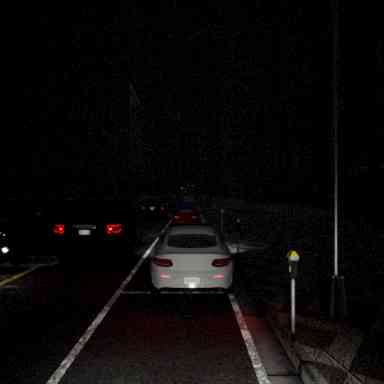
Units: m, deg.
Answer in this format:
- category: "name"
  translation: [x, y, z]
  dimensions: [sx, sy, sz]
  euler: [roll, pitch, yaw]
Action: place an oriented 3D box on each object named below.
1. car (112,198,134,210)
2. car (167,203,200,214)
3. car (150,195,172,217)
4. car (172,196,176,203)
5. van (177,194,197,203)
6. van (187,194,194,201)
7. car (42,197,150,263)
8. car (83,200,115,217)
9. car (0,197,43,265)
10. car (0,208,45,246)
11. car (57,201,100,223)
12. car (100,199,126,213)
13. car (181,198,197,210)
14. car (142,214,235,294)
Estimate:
- category: "car"
  translation: [-8.922, 1.550, 43.355]
  dimensions: [1.887, 1.381, 4.507]
  euler: [0, 0, 0]
- category: "car"
  translation: [-0.370, 1.584, 21.237]
  dimensions: [1.802, 1.307, 4.206]
  euler: [0, 0, 0]
- category: "car"
  translation: [-3.145, 1.354, 28.319]
  dimensions: [2.097, 1.767, 4.553]
  euler: [0, 0, 0]
- category: "car"
  translation: [-3.045, 1.553, 43.345]
  dimensions: [2.033, 1.411, 5.357]
  euler: [0, 0, 0]
- category: "van"
  translation: [-0.368, 1.345, 32.287]
  dimensions: [1.690, 1.788, 3.998]
  euler: [0, 0, 0]
- category: "van"
  translation: [-0.380, 1.377, 86.847]
  dimensions: [1.690, 1.788, 3.998]
  euler: [0, 0, 0]
- category: "car"
  translation: [-3.046, 1.223, 12.072]
  dimensions: [2.150, 2.045, 5.566]
  euler: [0, 0, 0]
- category: "car"
  translation: [-8.919, 1.548, 32.304]
  dimensions: [1.887, 1.381, 4.507]
  euler: [0, 0, 0]
- category: "car"
  translation: [-6.245, 1.222, 12.032]
  dimensions: [2.150, 2.045, 5.566]
  euler: [0, 0, 0]
- category: "car"
  translation: [-8.916, 1.546, 15.728]
  dimensions: [1.887, 1.381, 4.507]
  euler: [0, 0, 0]
- category: "car"
  translation: [-8.918, 1.528, 26.609]
  dimensions: [1.752, 1.417, 4.829]
  euler: [0, 0, 0]
- category: "car"
  translation: [-8.921, 1.549, 37.830]
  dimensions: [1.887, 1.381, 4.507]
  euler: [0, 0, 0]
- category: "car"
  translation: [-0.367, 1.550, 43.337]
  dimensions: [1.887, 1.381, 4.507]
  euler: [0, 0, 0]
- category: "car"
  translation: [0.003, 1.526, 8.650]
  dimensions: [1.812, 1.442, 4.674]
  euler: [0, 0, 0]
